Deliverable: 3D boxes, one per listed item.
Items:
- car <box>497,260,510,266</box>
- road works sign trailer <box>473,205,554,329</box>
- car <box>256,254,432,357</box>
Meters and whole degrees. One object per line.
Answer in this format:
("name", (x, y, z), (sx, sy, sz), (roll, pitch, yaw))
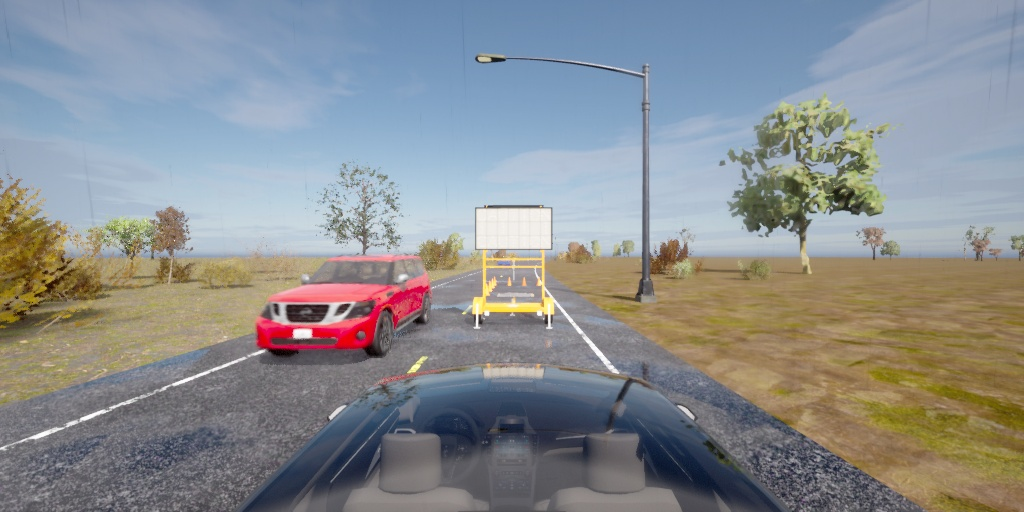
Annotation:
("car", (-1.388, 1.216, 59.502), (1.882, 1.535, 5.008), (0, 0, 4))
("road works sign trailer", (0.057, 0.214, 11.270), (2.380, 3.560, 2.880), (0, 0, 1))
("car", (-3.542, 0.971, 8.879), (2.150, 2.045, 5.566), (0, 0, 1))
